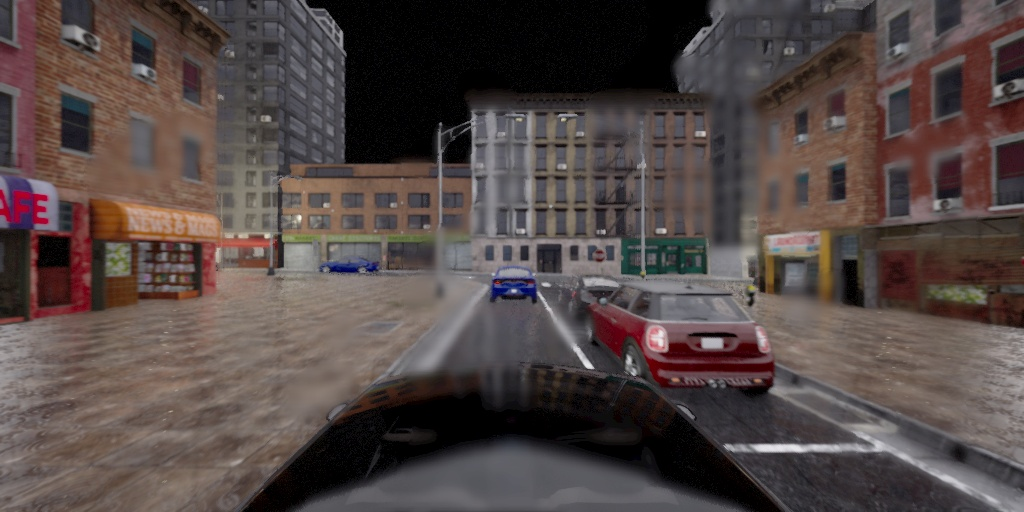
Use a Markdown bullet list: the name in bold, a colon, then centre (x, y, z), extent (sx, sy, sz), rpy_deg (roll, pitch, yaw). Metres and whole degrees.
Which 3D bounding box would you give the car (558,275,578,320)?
- **car**: centre (2.638, 1.249, 12.180), extent (2.007, 1.370, 4.403), rpy_deg (0, 0, 0)

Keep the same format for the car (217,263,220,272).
- **car**: centre (-25.931, 0.514, 28.463), extent (4.553, 1.767, 2.097), rpy_deg (1, 0, 0)

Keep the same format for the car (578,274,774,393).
- **car**: centre (2.639, 1.165, 6.676), extent (1.967, 1.591, 4.097), rpy_deg (0, 0, 0)

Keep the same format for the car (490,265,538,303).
- **car**: centre (0.076, 1.156, 16.075), extent (1.882, 1.535, 5.008), rpy_deg (0, 0, 0)

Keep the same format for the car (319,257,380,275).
- **car**: centre (-14.225, 0.844, 31.476), extent (5.008, 1.535, 1.882), rpy_deg (1, 0, -1)
